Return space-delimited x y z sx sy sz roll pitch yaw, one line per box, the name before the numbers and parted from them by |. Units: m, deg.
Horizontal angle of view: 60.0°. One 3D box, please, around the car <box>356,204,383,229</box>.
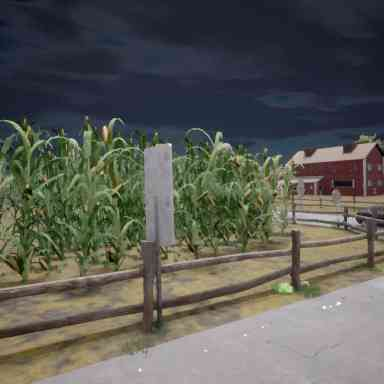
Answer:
car | 11.559 1.468 18.447 1.837 1.490 4.892 0 1 -23
